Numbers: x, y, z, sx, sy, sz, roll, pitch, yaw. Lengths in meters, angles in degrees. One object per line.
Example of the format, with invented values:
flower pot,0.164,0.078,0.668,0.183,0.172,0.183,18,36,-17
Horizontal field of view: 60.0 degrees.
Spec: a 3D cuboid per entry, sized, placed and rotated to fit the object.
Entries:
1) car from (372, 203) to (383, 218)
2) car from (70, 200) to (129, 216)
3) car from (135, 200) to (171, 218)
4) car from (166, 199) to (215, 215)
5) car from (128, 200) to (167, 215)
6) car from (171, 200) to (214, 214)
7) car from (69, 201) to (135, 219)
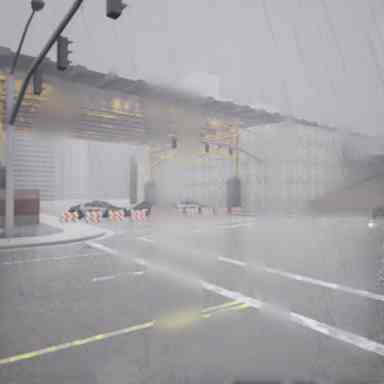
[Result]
car,18.730,1.684,31.137,5.008,1.535,1.882,0,0,-37
car,-7.884,1.358,28.597,4.536,1.218,1.853,0,0,8
car,-4.090,1.544,31.276,2.038,1.542,4.974,0,0,18
car,-0.182,1.577,35.038,4.974,1.542,2.038,0,0,-7
car,-4.073,1.387,31.326,1.853,1.218,4.536,0,0,18
car,-0.232,1.420,35.032,4.536,1.218,1.853,0,0,-7
car,-7.834,1.516,28.589,4.974,1.542,2.038,0,0,8
